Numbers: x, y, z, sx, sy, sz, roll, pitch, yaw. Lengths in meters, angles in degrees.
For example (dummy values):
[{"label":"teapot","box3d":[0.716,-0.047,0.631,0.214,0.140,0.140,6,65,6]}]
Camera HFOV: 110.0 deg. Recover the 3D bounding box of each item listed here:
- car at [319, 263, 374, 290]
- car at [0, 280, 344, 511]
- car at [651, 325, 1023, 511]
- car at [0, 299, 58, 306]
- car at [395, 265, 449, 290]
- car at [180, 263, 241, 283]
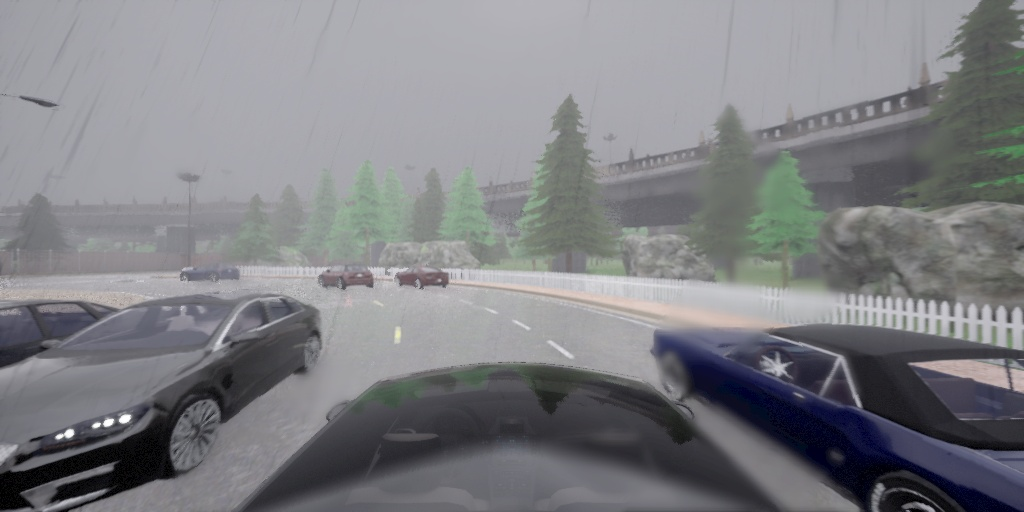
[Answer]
[{"label":"car","box3d":[-11.376,1.283,24.488,4.553,1.767,2.097,0,0,42]},{"label":"car","box3d":[-4.088,1.276,4.668,2.128,1.511,4.902,0,0,-10]},{"label":"car","box3d":[3.261,1.348,3.566,1.895,1.301,4.718,0,0,-4]},{"label":"car","box3d":[-7.401,1.346,4.863,2.033,1.411,5.357,0,0,-10]},{"label":"car","box3d":[-6.202,1.386,24.396,1.882,1.535,5.008,0,0,-42]},{"label":"car","box3d":[-26.302,1.383,31.304,4.553,1.767,2.097,0,0,12]}]
